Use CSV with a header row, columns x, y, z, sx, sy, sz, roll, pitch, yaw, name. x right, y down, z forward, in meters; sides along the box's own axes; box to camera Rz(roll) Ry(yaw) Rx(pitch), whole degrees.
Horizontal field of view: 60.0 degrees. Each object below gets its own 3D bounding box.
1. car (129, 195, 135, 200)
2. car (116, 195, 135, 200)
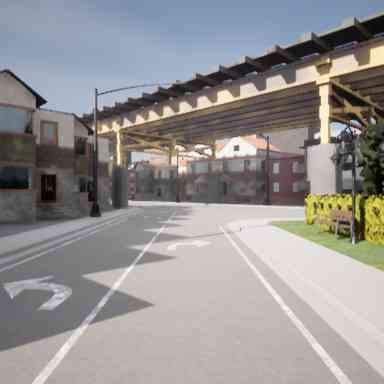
x,y,z,sx,sy,sz,roll,pitch,yaw,name
-16.819,1.409,83.464,4.974,1.542,2.038,0,0,-15,car
-16.769,1.252,83.477,4.536,1.218,1.853,0,0,-15,car
